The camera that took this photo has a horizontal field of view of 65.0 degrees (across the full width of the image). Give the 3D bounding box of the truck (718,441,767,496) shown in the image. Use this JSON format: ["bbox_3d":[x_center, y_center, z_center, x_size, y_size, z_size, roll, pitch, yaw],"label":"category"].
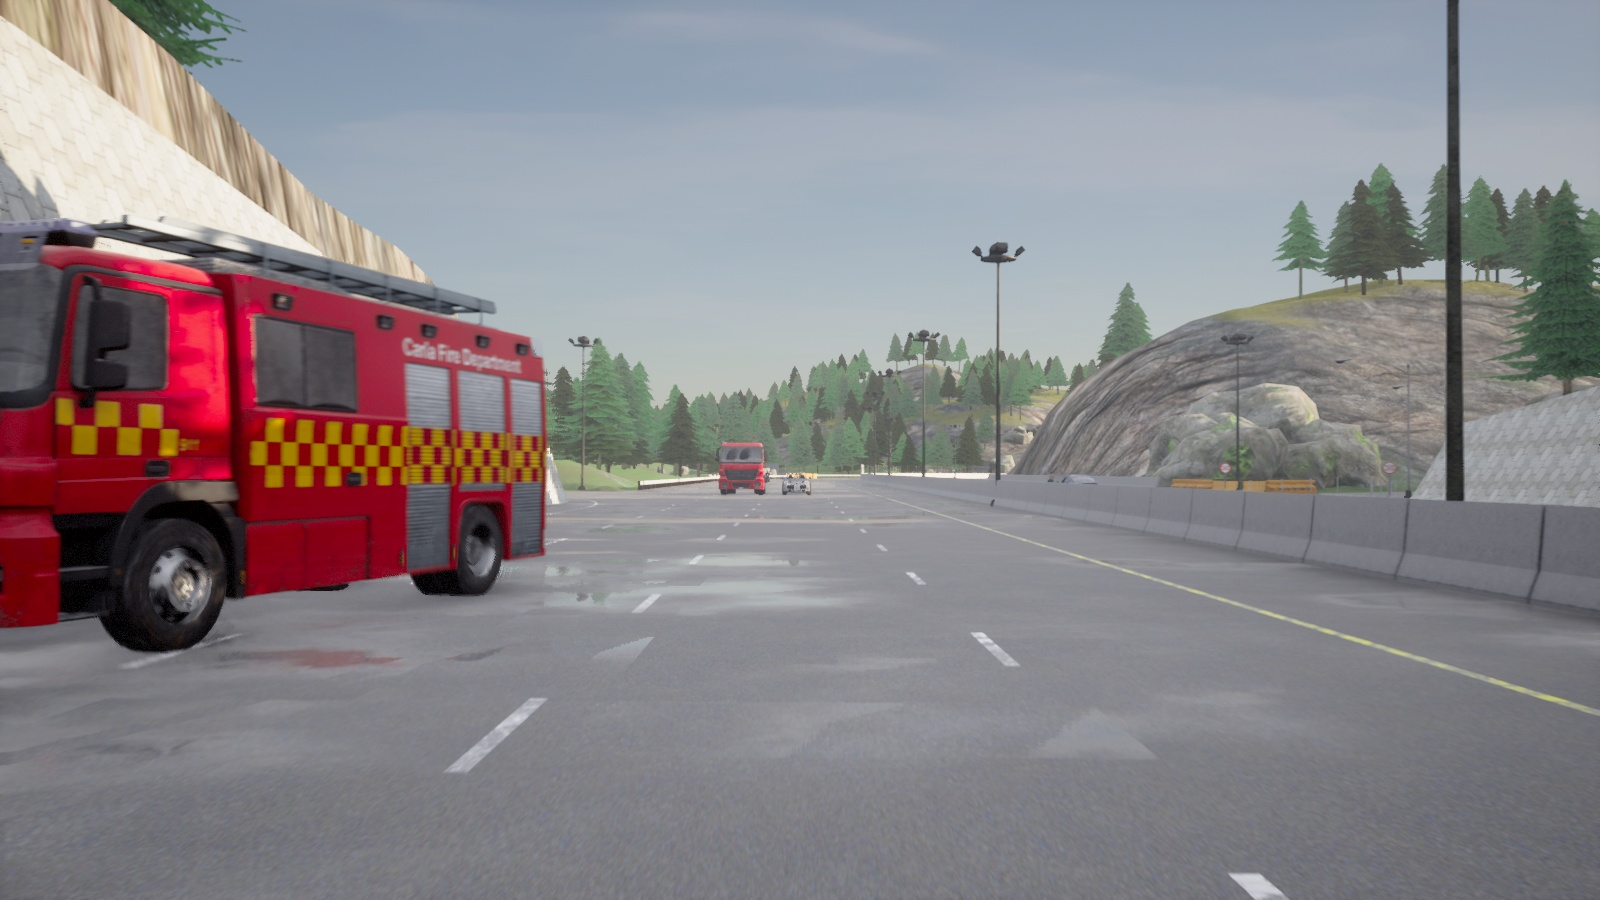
[{"bbox_3d":[-3.705,1.238,83.039,2.891,3.462,7.936,0,-1,0],"label":"truck"}]

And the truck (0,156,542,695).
[{"bbox_3d":[-5.999,-0.105,13.196,2.891,3.827,8.468,0,-1,16],"label":"truck"}]

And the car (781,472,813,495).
[{"bbox_3d":[-0.197,2.143,81.370,1.970,1.475,3.806,0,-1,0],"label":"car"}]

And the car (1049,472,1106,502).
[{"bbox_3d":[13.847,1.838,62.898,1.812,1.442,4.674,0,-1,0],"label":"car"}]
